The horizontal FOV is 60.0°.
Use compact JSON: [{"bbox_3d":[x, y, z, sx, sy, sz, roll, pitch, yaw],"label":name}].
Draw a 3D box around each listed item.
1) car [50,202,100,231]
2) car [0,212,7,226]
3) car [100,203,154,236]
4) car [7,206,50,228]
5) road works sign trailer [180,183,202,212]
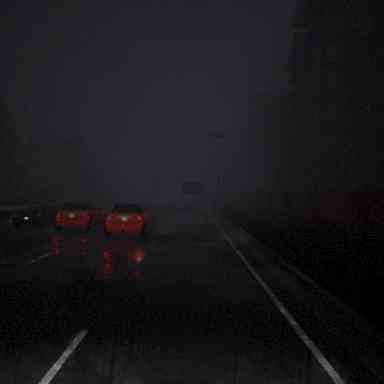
[{"bbox_3d":[-6.903,1.406,21.193,2.097,1.767,4.553,0,0,0],"label":"car"},{"bbox_3d":[-13.861,1.656,21.296,1.895,1.301,4.718,0,0,1],"label":"car"},{"bbox_3d":[-3.403,1.400,18.834,2.097,1.767,4.553,0,0,0],"label":"car"},{"bbox_3d":[-10.404,1.624,22.904,1.994,1.385,4.181,0,0,0],"label":"car"},{"bbox_3d":[-0.007,0.569,40.494,2.380,3.560,2.880,0,0,0],"label":"road works sign trailer"}]
